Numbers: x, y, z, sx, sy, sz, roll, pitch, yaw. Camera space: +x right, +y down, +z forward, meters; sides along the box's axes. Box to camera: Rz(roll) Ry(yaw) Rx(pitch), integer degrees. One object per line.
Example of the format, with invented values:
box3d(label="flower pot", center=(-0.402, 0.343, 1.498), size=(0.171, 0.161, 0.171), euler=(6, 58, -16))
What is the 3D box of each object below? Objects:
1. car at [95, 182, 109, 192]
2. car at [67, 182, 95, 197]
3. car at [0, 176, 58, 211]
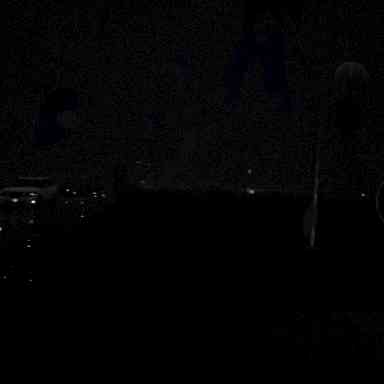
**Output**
box3d(label="car", center=(-13.905, -0.780, 51.224), size=(1.994, 1.385, 4.181), euler=(2, 2, -7))
box3d(label="car", center=(-12.124, -0.251, 35.970), size=(1.837, 1.490, 4.892), euler=(2, 2, -7))
box3d(label="car", center=(-10.356, 0.010, 21.549), size=(2.150, 2.045, 5.566), euler=(2, 2, -8))
